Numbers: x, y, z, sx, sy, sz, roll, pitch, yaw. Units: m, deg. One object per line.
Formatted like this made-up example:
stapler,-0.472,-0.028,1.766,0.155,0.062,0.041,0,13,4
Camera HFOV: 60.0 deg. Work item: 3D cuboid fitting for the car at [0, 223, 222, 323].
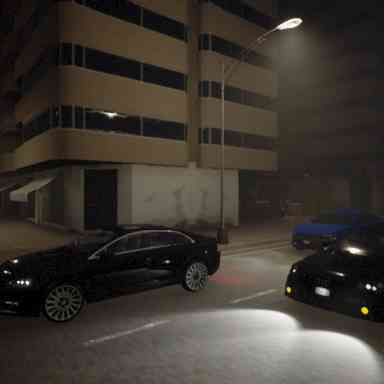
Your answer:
car,-1.548,1.491,7.289,4.902,1.511,2.128,0,0,-37

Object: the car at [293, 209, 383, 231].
car,5.947,1.473,13.113,5.008,1.535,1.882,0,0,-38

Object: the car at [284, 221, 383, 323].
car,3.853,1.561,7.043,4.181,1.385,1.994,0,0,-38
